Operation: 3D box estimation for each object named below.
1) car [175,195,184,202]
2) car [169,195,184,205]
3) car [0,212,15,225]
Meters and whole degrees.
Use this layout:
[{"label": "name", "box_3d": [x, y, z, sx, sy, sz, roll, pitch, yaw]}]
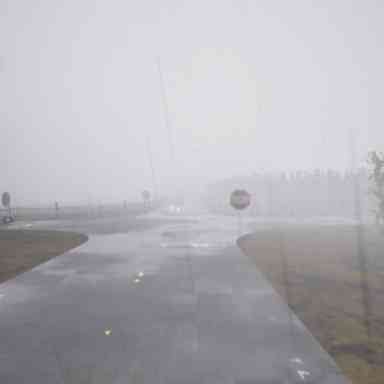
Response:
[{"label": "car", "box_3d": [-2.731, 1.477, 71.900, 1.812, 1.442, 4.674, 0, 0, 0]}, {"label": "car", "box_3d": [-2.780, 1.439, 56.508, 2.128, 1.511, 4.902, 0, 0, 0]}, {"label": "car", "box_3d": [-14.541, 1.732, 22.836, 4.181, 1.385, 1.994, 0, 0, 0]}]
